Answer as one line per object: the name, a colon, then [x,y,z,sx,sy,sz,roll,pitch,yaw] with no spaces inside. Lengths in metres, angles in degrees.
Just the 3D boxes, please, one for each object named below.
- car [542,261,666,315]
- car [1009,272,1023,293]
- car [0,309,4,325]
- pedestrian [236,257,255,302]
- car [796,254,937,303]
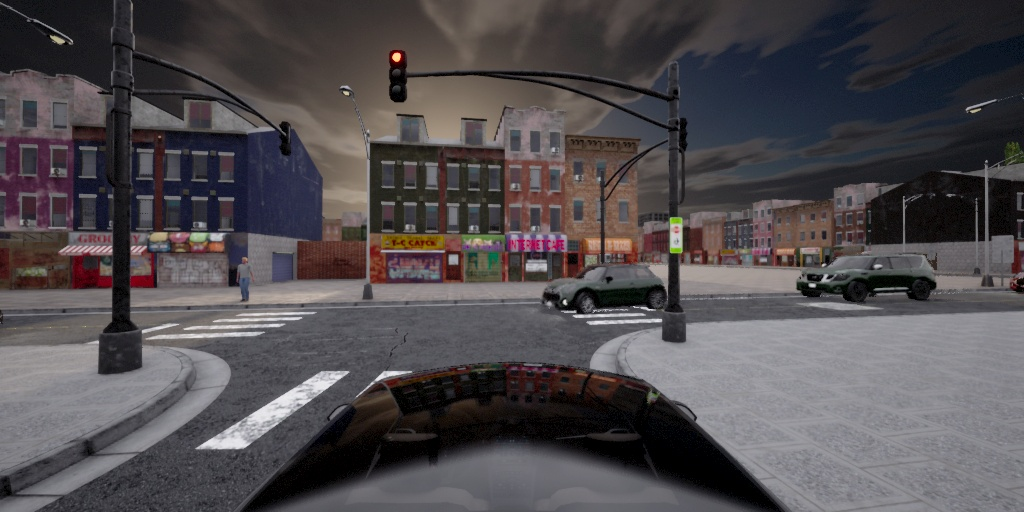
car: [3.404,1.094,13.425,4.553,1.767,2.097,0,0,-21]
car: [28.175,1.034,18.119,4.553,1.767,2.097,0,0,-8]
car: [-15.411,1.277,8.354,4.902,1.511,2.128,0,0,-8]
pedestrian: [-11.107,0.945,14.948,0.375,1.860,0.375,0,0,-9]
car: [15.986,0.933,16.250,5.566,2.045,2.150,0,0,-9]
